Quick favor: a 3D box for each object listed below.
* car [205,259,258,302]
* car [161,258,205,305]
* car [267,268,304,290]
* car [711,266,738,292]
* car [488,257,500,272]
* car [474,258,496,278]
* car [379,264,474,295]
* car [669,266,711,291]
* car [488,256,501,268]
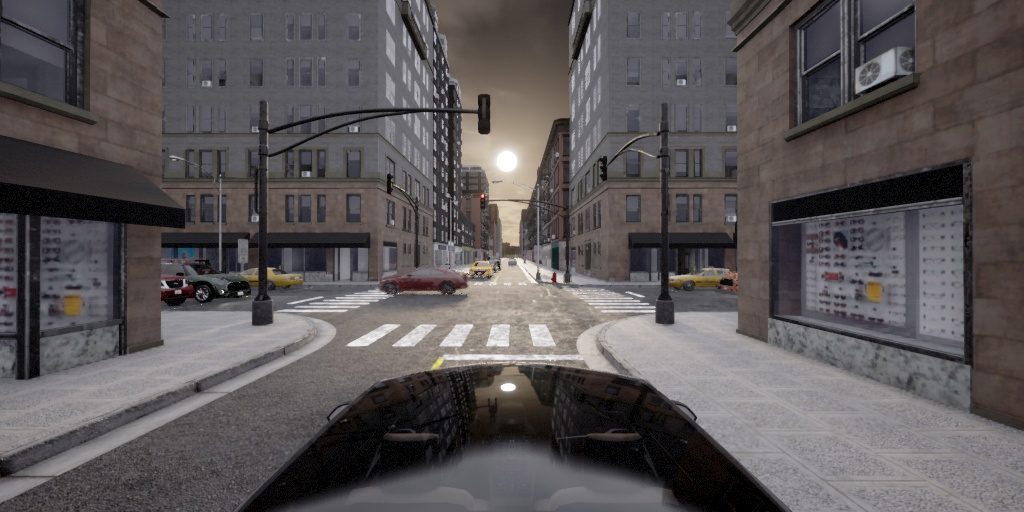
[{"bbox_3d":[-14.378,1.084,16.045,4.553,1.767,2.097,0,0,0],"label":"car"},{"bbox_3d":[-15.090,1.035,13.505,5.009,1.841,2.192,0,0,0],"label":"car"},{"bbox_3d":[-15.234,1.280,21.531,4.829,1.417,1.751,0,0,0],"label":"car"},{"bbox_3d":[13.511,1.122,18.934,4.553,1.767,2.097,0,0,0],"label":"car"},{"bbox_3d":[-2.814,1.246,44.258,1.837,1.490,4.892,0,0,0],"label":"car"},{"bbox_3d":[-2.820,1.223,33.855,1.882,1.535,5.008,0,0,0],"label":"car"},{"bbox_3d":[-4.581,1.277,18.966,4.674,1.442,1.812,0,0,0],"label":"car"},{"bbox_3d":[11.650,1.305,21.471,4.829,1.417,1.751,0,0,0],"label":"car"},{"bbox_3d":[-2.799,0.955,54.851,2.150,2.045,5.566,0,0,0],"label":"car"}]
